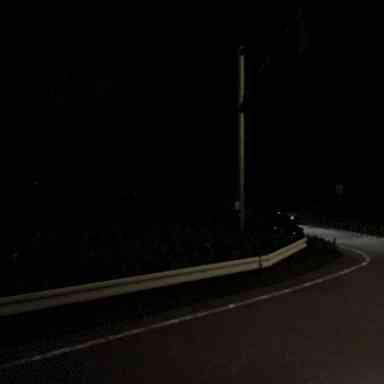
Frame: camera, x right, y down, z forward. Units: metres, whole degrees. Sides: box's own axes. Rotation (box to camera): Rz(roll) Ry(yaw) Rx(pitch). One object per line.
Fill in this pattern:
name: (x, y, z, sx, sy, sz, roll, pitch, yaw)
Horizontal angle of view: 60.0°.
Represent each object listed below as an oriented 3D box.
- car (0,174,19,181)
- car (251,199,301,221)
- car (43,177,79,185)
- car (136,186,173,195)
car: (-26.534, -1.947, 47.584, 4.181, 1.385, 1.994, 6, 3, 34)
car: (5.855, 1.291, 23.673, 2.128, 1.511, 4.902, 0, 2, -14)
car: (-17.200, -1.256, 43.662, 4.553, 1.767, 2.097, 5, 1, 14)
car: (-4.228, 0.134, 37.073, 4.674, 1.442, 1.812, 6, 2, 25)
